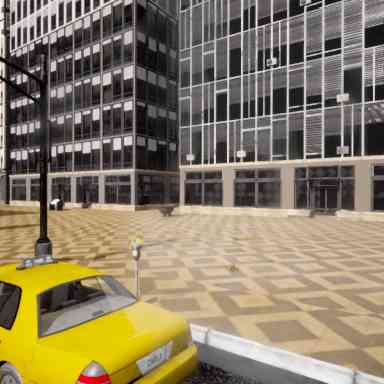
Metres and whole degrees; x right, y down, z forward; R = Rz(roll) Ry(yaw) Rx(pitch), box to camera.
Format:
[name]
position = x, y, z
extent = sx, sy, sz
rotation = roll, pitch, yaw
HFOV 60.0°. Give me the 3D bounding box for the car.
[car]
position = -2.218, 1.525, 4.472
extent = 4.829, 1.417, 1.752
rotation = 0, 0, 36
